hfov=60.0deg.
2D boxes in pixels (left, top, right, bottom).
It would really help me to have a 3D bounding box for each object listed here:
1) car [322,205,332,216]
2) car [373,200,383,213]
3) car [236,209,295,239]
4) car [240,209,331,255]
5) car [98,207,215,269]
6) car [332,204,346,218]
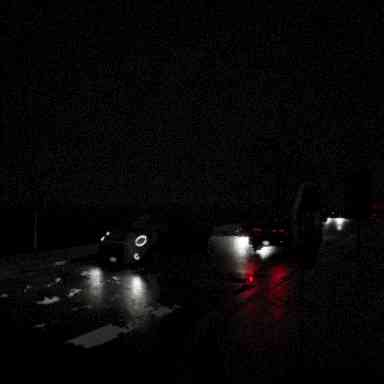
[{"bbox_3d":[9.763,1.834,27.303,1.837,1.490,4.892,0,-1,35],"label":"car"},{"bbox_3d":[26.661,1.951,46.339,2.097,1.767,4.553,0,-1,35],"label":"car"},{"bbox_3d":[4.462,1.789,19.732,1.994,1.385,4.181,0,-1,35],"label":"car"},{"bbox_3d":[4.077,1.650,14.034,2.128,1.511,4.902,0,-1,35],"label":"car"},{"bbox_3d":[-1.079,1.461,11.811,2.097,1.767,4.553,0,-1,35],"label":"car"},{"bbox_3d":[15.471,2.003,35.426,1.994,1.385,4.181,0,-1,35],"label":"car"}]
